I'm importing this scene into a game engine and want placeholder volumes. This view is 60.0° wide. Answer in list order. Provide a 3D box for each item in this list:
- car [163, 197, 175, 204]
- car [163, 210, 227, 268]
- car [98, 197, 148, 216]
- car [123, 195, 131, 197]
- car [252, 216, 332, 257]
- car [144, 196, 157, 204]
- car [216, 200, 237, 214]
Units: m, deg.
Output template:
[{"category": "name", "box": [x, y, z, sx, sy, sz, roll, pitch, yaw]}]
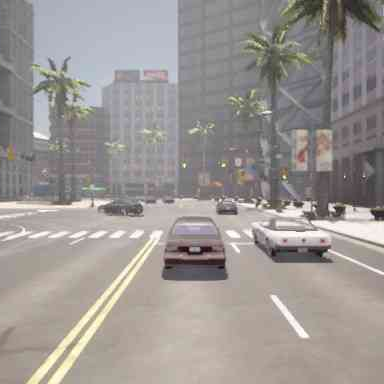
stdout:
[{"category": "car", "box": [-4.417, 1.576, 64.107, 1.895, 1.301, 4.718, 0, 0, -11]}, {"category": "car", "box": [0.083, 1.543, 11.164, 2.033, 1.411, 5.357, 0, 0, 0]}, {"category": "car", "box": [-6.916, 1.492, 31.990, 4.892, 1.490, 1.837, 0, -2, 34]}, {"category": "car", "box": [-15.047, 1.495, 77.219, 1.812, 1.442, 4.674, 0, 0, -40]}, {"category": "car", "box": [3.587, 1.596, 12.953, 1.895, 1.301, 4.718, 0, 0, 0]}, {"category": "car", "box": [-7.595, 1.577, 61.945, 1.895, 1.301, 4.718, 0, 0, -8]}, {"category": "car", "box": [3.591, 1.550, 35.012, 1.994, 1.385, 4.181, 0, 0, 0]}]
